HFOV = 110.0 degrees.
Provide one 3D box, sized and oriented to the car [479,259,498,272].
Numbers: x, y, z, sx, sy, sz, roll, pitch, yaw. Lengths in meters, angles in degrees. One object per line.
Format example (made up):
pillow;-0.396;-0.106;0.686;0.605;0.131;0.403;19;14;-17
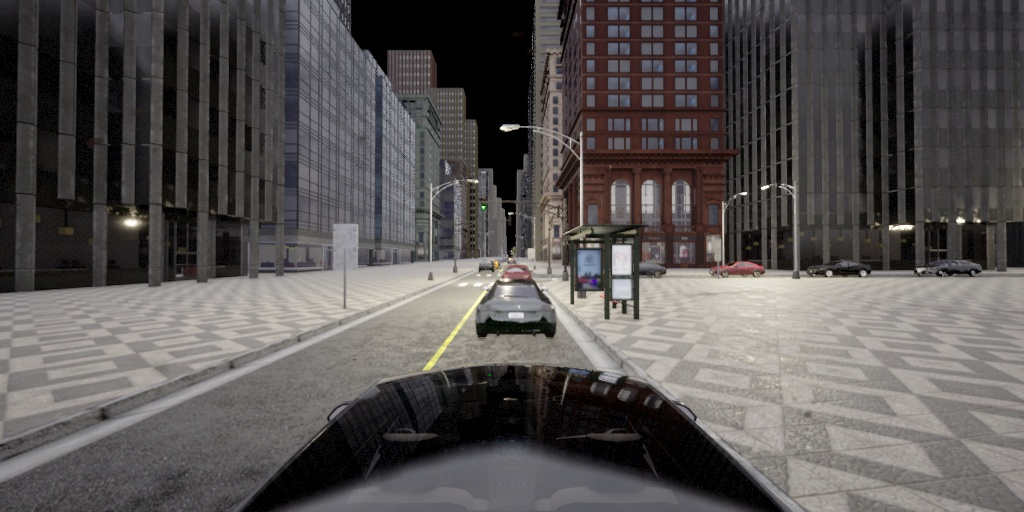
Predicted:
car;-3.139;1.246;45.532;1.882;1.535;5.008;0;0;0

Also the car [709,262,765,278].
car;20.777;1.248;33.166;4.674;1.442;1.812;0;-1;0

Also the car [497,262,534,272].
car;0.396;1.301;22.840;1.812;1.442;4.674;0;0;5

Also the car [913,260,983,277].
car;40.171;1.140;33.129;4.902;1.511;2.128;0;-1;1

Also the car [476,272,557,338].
car;0.093;1.328;10.181;1.994;1.385;4.181;0;0;0

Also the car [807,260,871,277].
car;30.135;1.166;33.157;5.008;1.535;1.882;0;-1;0

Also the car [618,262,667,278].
car;11.841;1.279;33.162;4.674;1.442;1.812;0;-1;-2

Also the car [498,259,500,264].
car;-3.142;1.237;55.557;1.882;1.535;5.008;0;0;0
